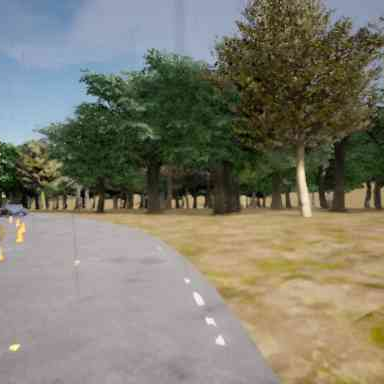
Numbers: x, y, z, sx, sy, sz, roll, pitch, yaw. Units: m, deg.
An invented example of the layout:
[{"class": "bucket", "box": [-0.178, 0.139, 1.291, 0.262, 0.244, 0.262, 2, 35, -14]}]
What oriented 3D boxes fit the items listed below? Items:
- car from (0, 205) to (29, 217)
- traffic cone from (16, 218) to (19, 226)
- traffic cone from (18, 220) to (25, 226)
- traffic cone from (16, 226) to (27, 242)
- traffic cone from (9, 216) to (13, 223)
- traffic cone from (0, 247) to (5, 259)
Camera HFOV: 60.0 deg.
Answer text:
[{"class": "car", "box": [-20.999, 2.189, 39.060, 5.357, 1.411, 2.033, -2, -1, 43]}, {"class": "traffic cone", "box": [-12.746, 2.220, 24.386, 0.340, 0.580, 0.340, -1, 0, -33]}, {"class": "traffic cone", "box": [-10.285, 2.133, 20.293, 0.340, 0.580, 0.340, -1, 0, -28]}, {"class": "traffic cone", "box": [-8.276, 2.069, 16.024, 0.340, 0.580, 0.340, -1, 0, -22]}, {"class": "traffic cone", "box": [-15.481, 2.323, 28.495, 0.340, 0.580, 0.340, -1, -1, -34]}, {"class": "traffic cone", "box": [-6.724, 2.026, 11.568, 0.340, 0.580, 0.340, -1, 0, -16]}]
